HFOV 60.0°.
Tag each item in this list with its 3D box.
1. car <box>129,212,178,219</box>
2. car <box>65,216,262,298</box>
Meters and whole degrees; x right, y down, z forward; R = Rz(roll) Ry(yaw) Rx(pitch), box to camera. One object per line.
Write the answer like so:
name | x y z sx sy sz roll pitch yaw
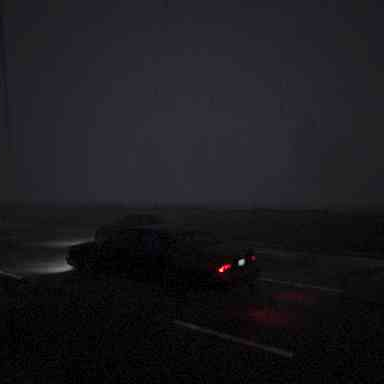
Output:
car | -1.966 1.551 13.594 4.674 1.442 1.812 0 0 36
car | -0.967 1.561 8.539 5.357 1.411 2.033 0 0 36
